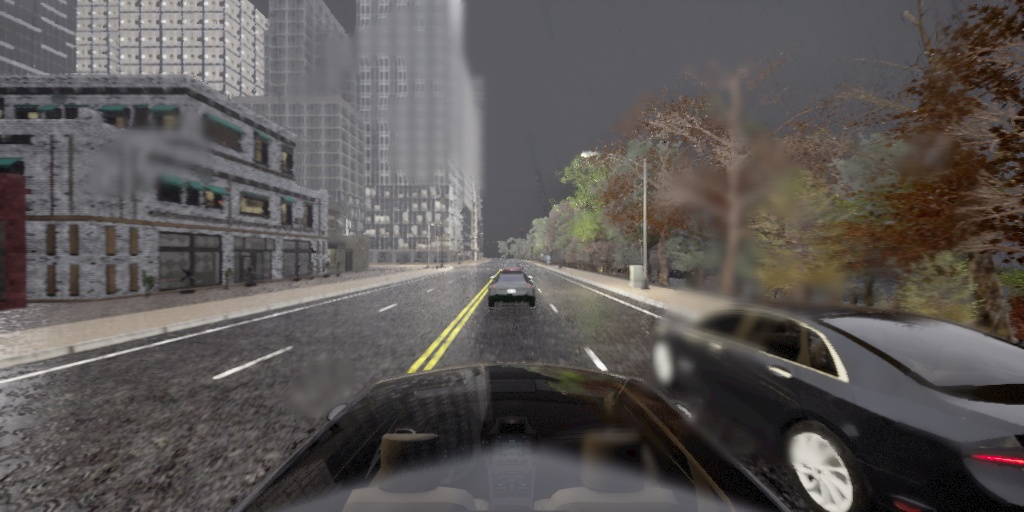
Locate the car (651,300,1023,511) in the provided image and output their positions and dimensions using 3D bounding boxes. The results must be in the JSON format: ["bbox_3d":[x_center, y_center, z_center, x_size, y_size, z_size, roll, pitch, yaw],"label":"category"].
[{"bbox_3d":[3.250,1.261,4.135,1.837,1.490,4.892,0,0,0],"label":"car"}]

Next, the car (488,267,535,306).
[{"bbox_3d":[-0.014,1.351,16.118,1.994,1.385,4.181,0,0,0],"label":"car"}]

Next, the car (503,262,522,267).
[{"bbox_3d":[0.039,1.383,37.700,1.994,1.385,4.181,0,0,2],"label":"car"}]
